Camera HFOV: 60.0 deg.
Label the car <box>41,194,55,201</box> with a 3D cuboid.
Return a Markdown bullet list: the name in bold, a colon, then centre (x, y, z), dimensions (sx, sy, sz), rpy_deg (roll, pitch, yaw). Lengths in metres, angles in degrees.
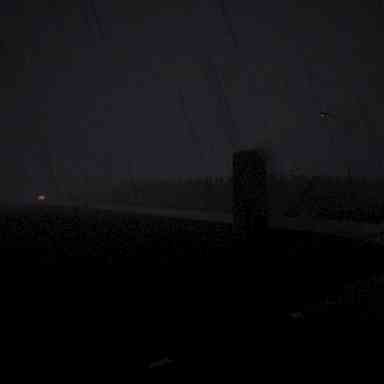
- **car**: centre (-37.311, 1.723, 86.885), dimensions (1.895, 1.301, 4.718), rpy_deg (-2, 1, -36)
